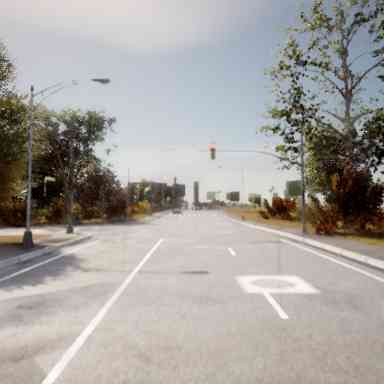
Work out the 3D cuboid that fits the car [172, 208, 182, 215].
[{"bbox_3d":[-3.385,4.369,74.751,1.994,1.385,4.181,0,-1,1],"label":"car"}]
